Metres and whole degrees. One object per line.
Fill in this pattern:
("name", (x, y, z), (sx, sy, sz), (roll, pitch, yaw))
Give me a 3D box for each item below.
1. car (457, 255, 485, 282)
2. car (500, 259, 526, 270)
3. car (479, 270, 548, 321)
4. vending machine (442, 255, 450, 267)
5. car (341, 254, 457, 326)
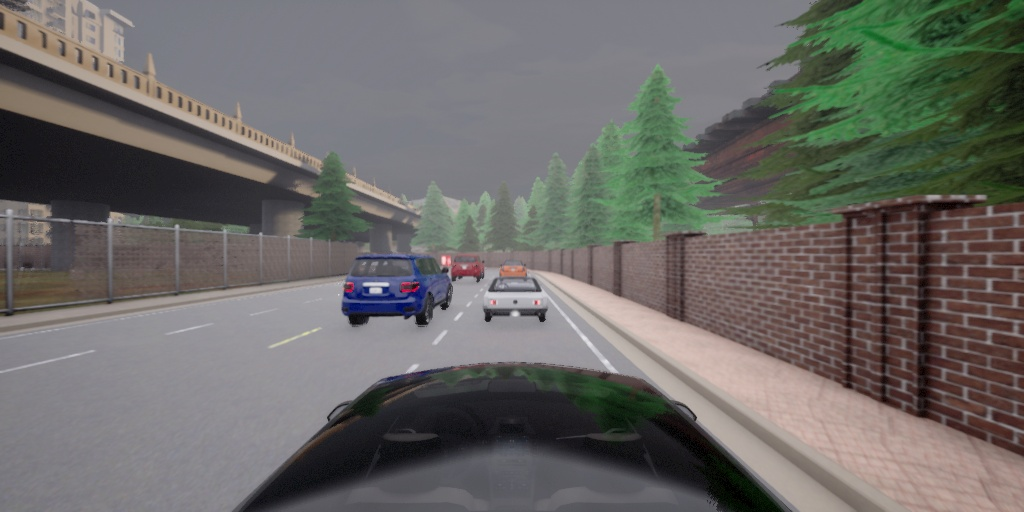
("car", (-3.409, 0.920, 28.365), (2.150, 2.045, 5.566), (0, 0, 0))
("car", (0.082, 1.050, 28.956), (2.097, 1.767, 4.553), (0, 0, 0))
("car", (0.096, 1.331, 12.284), (1.895, 1.301, 4.718), (0, 0, 0))
("vending machine", (-10.670, 0.838, 58.064), (0.880, 2.100, 1.100), (0, 0, 26))
("car", (-3.405, 0.952, 11.651), (2.150, 2.045, 5.566), (0, 0, 0))
